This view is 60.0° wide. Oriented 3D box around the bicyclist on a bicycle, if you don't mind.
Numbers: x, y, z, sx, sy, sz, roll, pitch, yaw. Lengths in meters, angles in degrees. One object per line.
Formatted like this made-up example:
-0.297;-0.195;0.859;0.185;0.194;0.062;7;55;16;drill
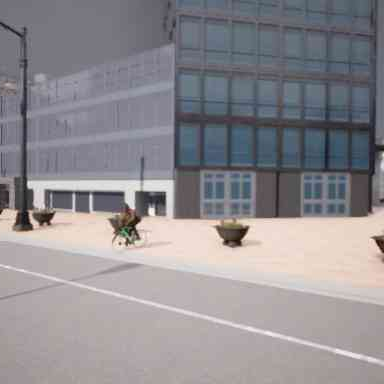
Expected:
-2.142;1.234;11.443;0.582;1.620;1.656;0;3;34;bicyclist on a bicycle
